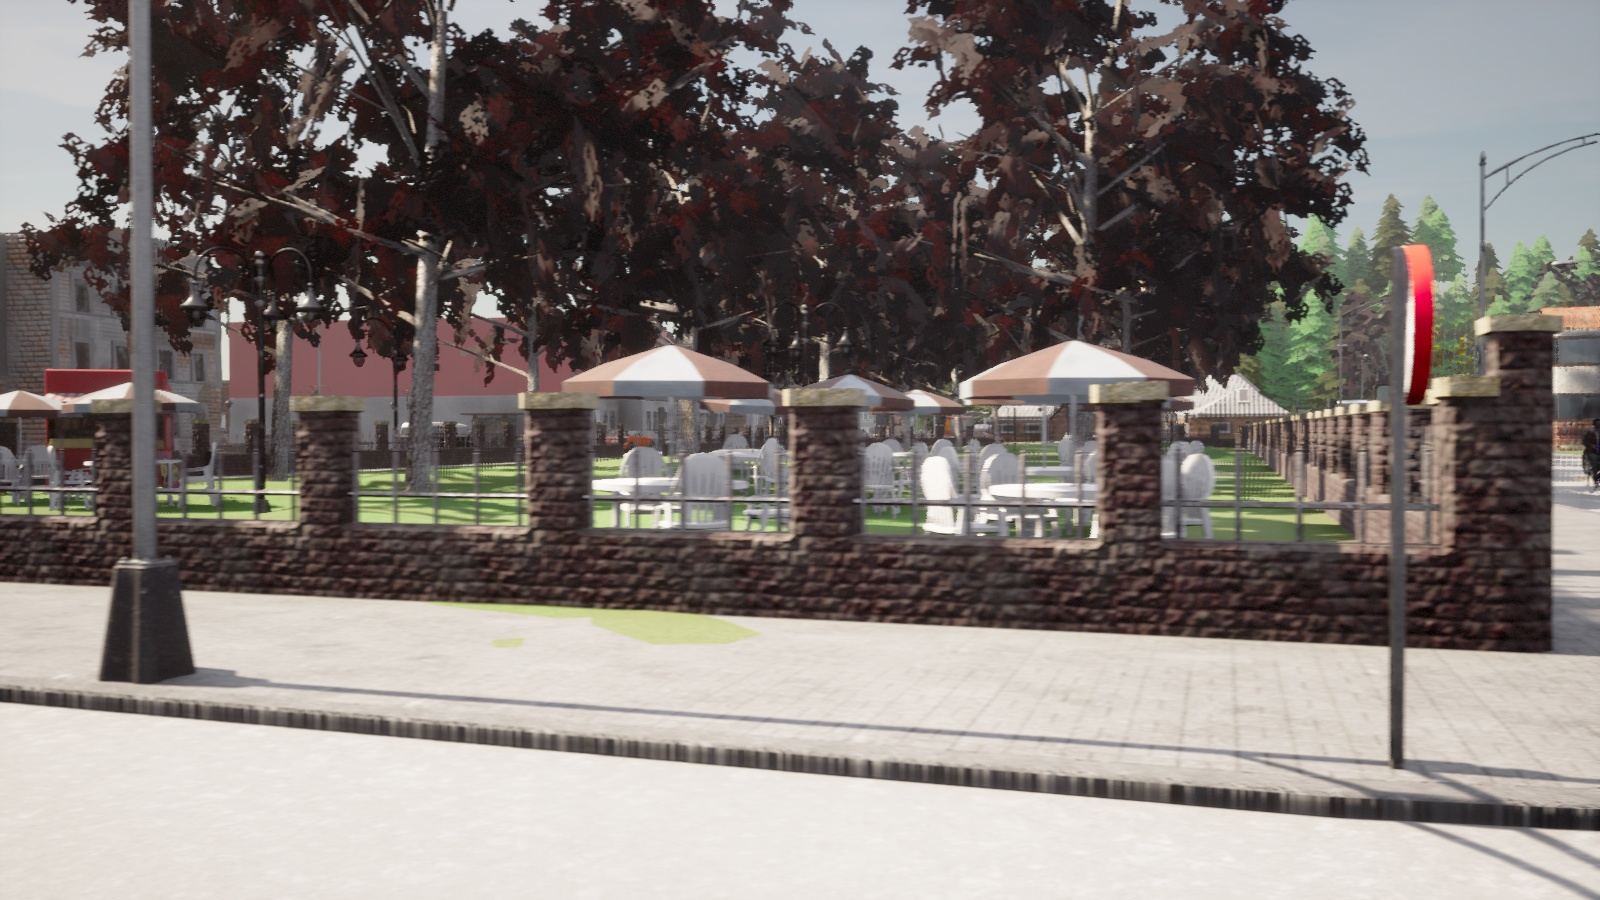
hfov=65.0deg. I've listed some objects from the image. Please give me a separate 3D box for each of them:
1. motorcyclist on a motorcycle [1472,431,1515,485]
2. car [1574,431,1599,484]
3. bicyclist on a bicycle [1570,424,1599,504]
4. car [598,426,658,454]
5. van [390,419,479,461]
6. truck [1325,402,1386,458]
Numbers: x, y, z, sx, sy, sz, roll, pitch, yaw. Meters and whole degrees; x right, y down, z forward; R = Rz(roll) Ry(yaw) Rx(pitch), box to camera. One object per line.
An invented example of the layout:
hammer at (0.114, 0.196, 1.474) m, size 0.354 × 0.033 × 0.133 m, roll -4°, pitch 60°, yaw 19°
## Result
motorcyclist on a motorcycle at (22.039, 0.221, 39.920) m, size 0.766 × 1.649 × 2.350 m, roll 1°, pitch 1°, yaw 19°
car at (26.071, 0.226, 39.366) m, size 2.033 × 1.649 × 4.856 m, roll 1°, pitch 1°, yaw 19°
bicyclist on a bicycle at (18.279, 0.306, 28.768) m, size 0.659 × 1.776 × 1.843 m, roll 1°, pitch 1°, yaw 19°
car at (-11.285, -0.688, 82.847) m, size 2.097 × 1.767 × 4.553 m, roll 1°, pitch 1°, yaw 19°
van at (-18.128, -0.524, 62.537) m, size 2.069 × 2.038 × 4.480 m, roll 1°, pitch 1°, yaw 19°
truck at (36.437, -1.341, 82.567) m, size 2.891 × 3.462 × 7.936 m, roll 1°, pitch 1°, yaw 18°
